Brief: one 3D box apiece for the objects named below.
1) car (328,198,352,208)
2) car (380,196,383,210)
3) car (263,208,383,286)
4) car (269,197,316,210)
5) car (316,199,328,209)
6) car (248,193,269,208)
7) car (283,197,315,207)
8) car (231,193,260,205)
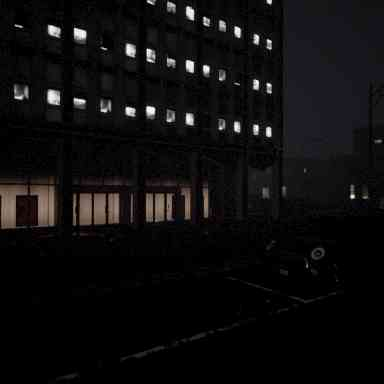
[{"bbox_3d":[18.557,1.447,44.105,1.752,1.417,4.829,1,0,-35],"label":"car"},{"bbox_3d":[20.503,1.162,30.838,2.150,2.045,5.566,0,0,-31],"label":"car"},{"bbox_3d":[3.879,1.441,9.328,4.097,1.590,1.967,0,0,-36],"label":"car"},{"bbox_3d":[11.760,1.427,39.201,2.008,1.369,4.403,1,0,-35],"label":"car"},{"bbox_3d":[13.664,1.367,40.998,1.882,1.535,5.008,0,0,-35],"label":"car"},{"bbox_3d":[8.613,1.168,43.756,2.192,1.841,5.009,1,0,-35],"label":"car"},{"bbox_3d":[15.505,1.481,48.520,1.802,1.307,4.206,1,0,-35],"label":"car"},{"bbox_3d":[9.210,1.168,57.629,2.192,1.841,5.009,1,0,-35],"label":"car"}]
